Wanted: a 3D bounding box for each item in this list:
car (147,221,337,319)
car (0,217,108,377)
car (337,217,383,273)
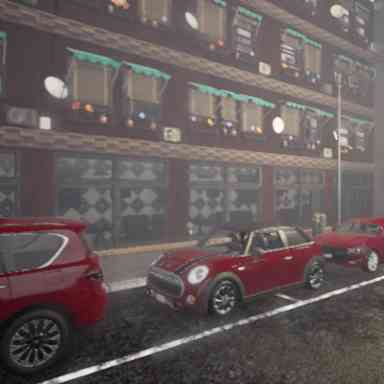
[{"bbox_3d":[1.046,1.428,7.303,4.097,1.590,1.967,0,0,-35],"label":"car"},{"bbox_3d":[-3.542,1.317,4.030,5.009,1.841,2.192,0,0,-35],"label":"car"},{"bbox_3d":[5.637,1.518,10.576,4.507,1.381,1.887,0,0,-35],"label":"car"}]
